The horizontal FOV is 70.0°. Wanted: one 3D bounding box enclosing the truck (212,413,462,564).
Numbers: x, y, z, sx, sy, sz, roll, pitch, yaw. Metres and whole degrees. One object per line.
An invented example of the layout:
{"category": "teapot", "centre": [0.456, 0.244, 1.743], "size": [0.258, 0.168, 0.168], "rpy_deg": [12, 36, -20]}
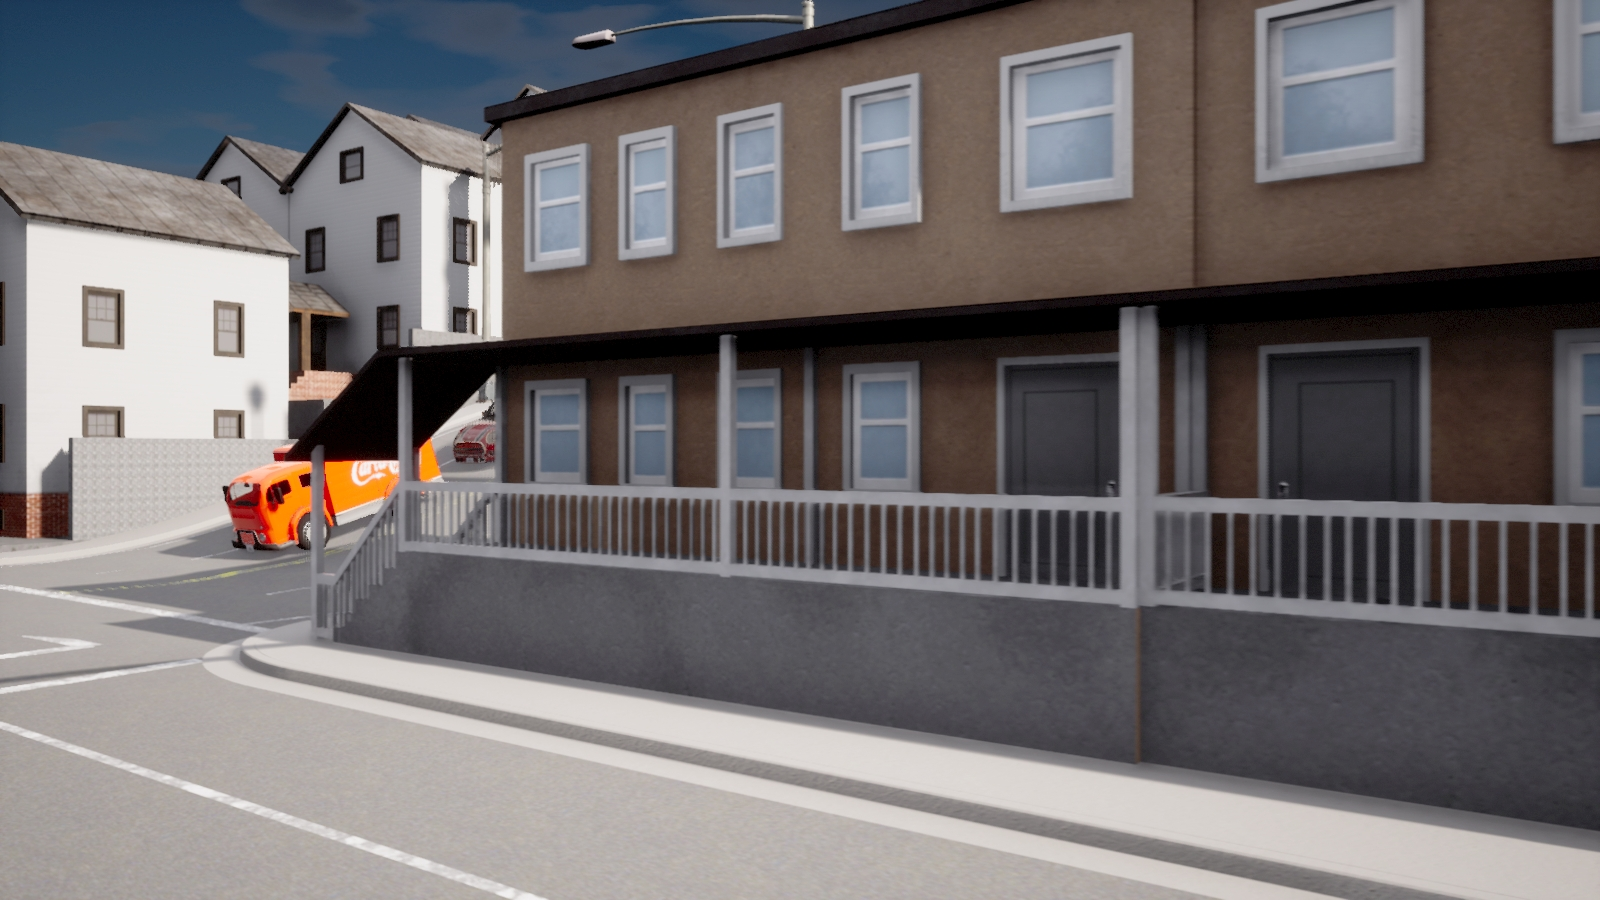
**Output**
{"category": "truck", "centre": [-12.155, 0.886, 30.443], "size": [2.627, 2.467, 5.204], "rpy_deg": [0, 16, 34]}
